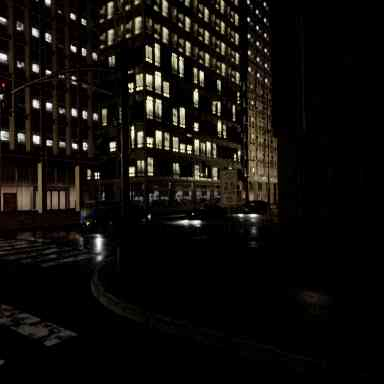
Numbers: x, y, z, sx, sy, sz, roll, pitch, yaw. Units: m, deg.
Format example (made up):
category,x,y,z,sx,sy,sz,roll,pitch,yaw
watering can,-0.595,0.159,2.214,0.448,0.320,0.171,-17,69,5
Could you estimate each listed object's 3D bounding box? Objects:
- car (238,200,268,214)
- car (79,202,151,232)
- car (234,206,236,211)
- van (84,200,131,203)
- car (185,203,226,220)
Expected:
category,x,y,z,sx,sy,sz,roll,pitch,yaw
car,7.131,1.631,37.240,1.812,1.442,4.674,-1,-1,36
car,-4.624,1.571,20.946,1.837,1.490,4.892,-1,-1,33
car,6.890,1.689,41.374,1.752,1.417,4.829,-2,-1,36
van,-5.966,1.460,23.481,1.690,1.788,3.998,-2,-1,36
car,1.236,1.649,29.051,1.994,1.385,4.181,-1,-1,36
